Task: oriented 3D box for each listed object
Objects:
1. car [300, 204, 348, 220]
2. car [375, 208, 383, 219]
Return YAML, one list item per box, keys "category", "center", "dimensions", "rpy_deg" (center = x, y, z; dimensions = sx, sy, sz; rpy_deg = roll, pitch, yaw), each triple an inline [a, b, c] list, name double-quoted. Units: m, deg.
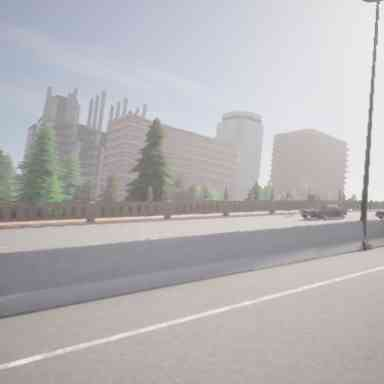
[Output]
- category: "car"
  center: [11.736, 1.776, 29.554]
  dimensions: [4.718, 1.301, 1.895]
  rpy_deg: [0, 0, -35]
- category: "car"
  center: [18.861, 1.764, 30.335]
  dimensions: [5.357, 1.411, 2.033]
  rpy_deg: [0, 0, -35]
